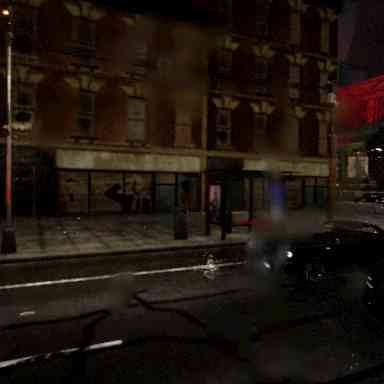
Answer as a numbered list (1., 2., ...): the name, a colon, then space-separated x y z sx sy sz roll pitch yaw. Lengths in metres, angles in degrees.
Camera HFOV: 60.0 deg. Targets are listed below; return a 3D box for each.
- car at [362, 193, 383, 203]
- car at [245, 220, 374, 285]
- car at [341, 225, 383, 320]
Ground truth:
1. car: 28.318 0.897 51.262 1.837 1.490 4.892 1 1 -10
2. car: 3.822 1.473 9.028 4.718 1.301 1.895 0 1 -25
3. car: 5.238 1.426 5.858 5.008 1.535 1.882 0 1 -26
